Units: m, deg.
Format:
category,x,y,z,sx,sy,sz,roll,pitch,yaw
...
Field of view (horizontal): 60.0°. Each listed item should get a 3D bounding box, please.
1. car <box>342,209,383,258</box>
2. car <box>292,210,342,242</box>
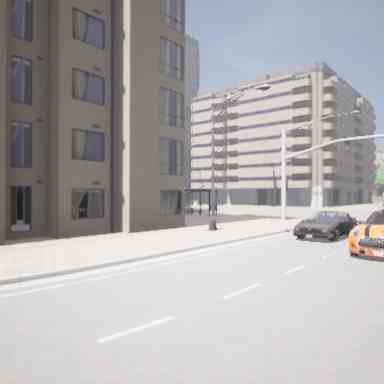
category,x,y,z,sx,sy,sz,roll,pitch,yaw
car,7.628,1.460,12.668,2.097,1.767,4.553,0,0,41
car,7.215,1.690,17.518,2.033,1.411,5.357,0,-1,41
